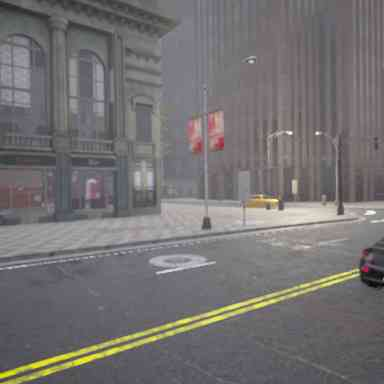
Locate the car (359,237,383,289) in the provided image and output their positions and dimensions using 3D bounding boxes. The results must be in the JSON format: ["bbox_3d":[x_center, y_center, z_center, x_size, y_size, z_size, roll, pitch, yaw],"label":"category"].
[{"bbox_3d":[5.524,1.373,7.376,4.674,1.442,1.812,-1,1,-35],"label":"car"}]

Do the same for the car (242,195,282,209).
[{"bbox_3d":[7.624,1.035,36.276,1.882,1.535,5.008,-1,1,-36],"label":"car"}]
